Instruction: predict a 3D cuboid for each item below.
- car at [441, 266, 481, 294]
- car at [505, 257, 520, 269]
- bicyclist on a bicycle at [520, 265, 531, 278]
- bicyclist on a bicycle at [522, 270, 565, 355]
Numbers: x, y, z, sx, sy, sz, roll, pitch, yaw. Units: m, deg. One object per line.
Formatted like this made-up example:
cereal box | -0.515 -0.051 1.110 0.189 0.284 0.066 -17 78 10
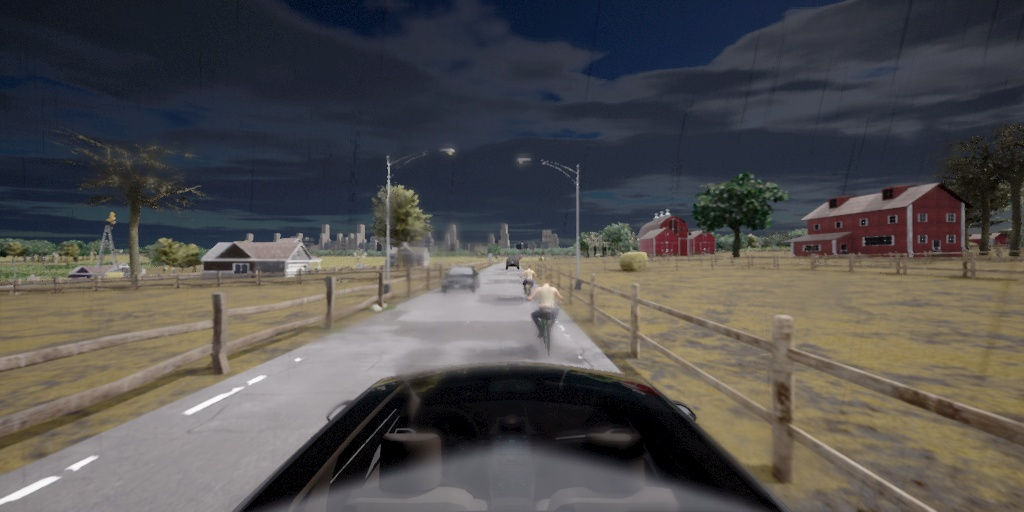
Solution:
car | -2.850 1.302 20.817 1.812 1.442 4.674 0 0 0
car | 0.098 1.158 60.182 2.150 2.045 5.566 0 0 0
bicyclist on a bicycle | 0.779 1.204 16.681 0.866 1.612 1.509 0 0 0
bicyclist on a bicycle | 0.733 1.192 7.728 0.866 1.612 1.509 0 0 0
